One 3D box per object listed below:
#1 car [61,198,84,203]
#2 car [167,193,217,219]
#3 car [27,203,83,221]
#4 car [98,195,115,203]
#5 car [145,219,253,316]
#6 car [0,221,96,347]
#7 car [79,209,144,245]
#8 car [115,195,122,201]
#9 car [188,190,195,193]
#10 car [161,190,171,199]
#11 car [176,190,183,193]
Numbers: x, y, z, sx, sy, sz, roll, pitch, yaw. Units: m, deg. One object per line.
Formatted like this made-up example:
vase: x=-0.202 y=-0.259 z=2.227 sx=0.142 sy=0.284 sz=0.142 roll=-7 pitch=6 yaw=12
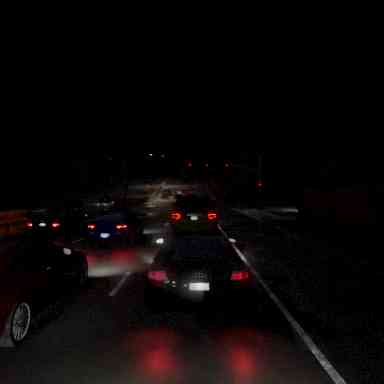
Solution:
car: x=-17.617 y=1.601 z=48.993 sx=1.895 sy=1.301 sz=4.718 roll=0 pitch=0 yaw=0
car: x=0.093 y=1.221 z=17.016 sx=2.150 sy=2.045 sz=5.566 roll=0 pitch=0 yaw=0
car: x=-6.898 y=1.547 z=17.751 sx=2.033 sy=1.411 sz=5.357 roll=0 pitch=0 yaw=-1
car: x=-17.530 y=1.504 z=67.101 sx=1.837 sy=1.490 sz=4.892 roll=0 pitch=0 yaw=0
car: x=0.103 y=1.564 z=7.612 sx=1.994 sy=1.385 sz=4.181 roll=0 pitch=0 yaw=-1
car: x=-3.408 y=1.526 z=6.170 sx=1.812 sy=1.442 sz=4.674 roll=0 pitch=0 yaw=0
car: x=-3.407 y=1.526 z=15.299 sx=1.812 sy=1.442 sz=4.674 roll=0 pitch=0 yaw=0
car: x=-17.587 y=1.463 z=77.732 sx=2.033 sy=1.411 sz=5.357 roll=0 pitch=1 yaw=0
car: x=-0.145 y=1.000 z=87.522 sx=1.882 sy=1.535 sz=5.008 roll=0 pitch=3 yaw=0
car: x=-7.142 y=1.070 z=87.093 sx=1.812 sy=1.442 sz=4.674 roll=0 pitch=3 yaw=0
car: x=-3.642 y=1.070 z=87.113 sx=1.812 sy=1.442 sz=4.674 roll=0 pitch=3 yaw=0
